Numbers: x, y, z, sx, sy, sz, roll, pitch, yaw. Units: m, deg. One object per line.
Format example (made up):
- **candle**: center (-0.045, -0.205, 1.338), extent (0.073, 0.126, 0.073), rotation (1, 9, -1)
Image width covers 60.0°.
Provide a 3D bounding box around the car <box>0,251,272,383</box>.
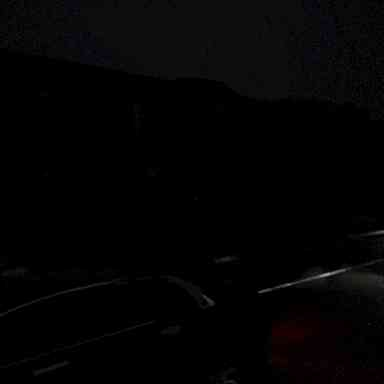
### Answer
- **car**: center (-1.417, 1.455, 3.128), extent (4.892, 1.490, 1.837), rotation (-2, 2, -32)
